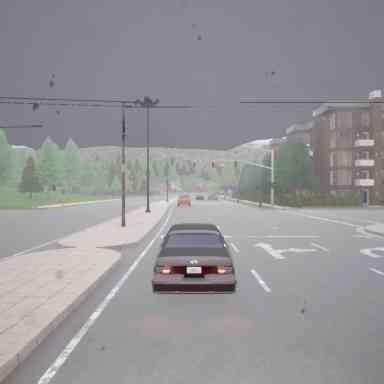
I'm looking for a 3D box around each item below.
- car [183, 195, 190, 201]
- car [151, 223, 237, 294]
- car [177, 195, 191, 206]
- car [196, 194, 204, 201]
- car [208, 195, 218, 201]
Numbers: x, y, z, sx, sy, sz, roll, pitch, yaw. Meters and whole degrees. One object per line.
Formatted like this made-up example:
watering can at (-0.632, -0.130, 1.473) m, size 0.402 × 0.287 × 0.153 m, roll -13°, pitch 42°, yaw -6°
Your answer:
car at (-1.434, 1.523, 85.478) m, size 1.812 × 1.442 × 4.674 m, roll 0°, pitch 0°, yaw 0°
car at (0.051, 1.547, 8.906) m, size 2.033 × 1.411 × 5.357 m, roll 0°, pitch 0°, yaw 0°
car at (-1.302, 1.352, 54.653) m, size 2.097 × 1.767 × 4.553 m, roll 0°, pitch 0°, yaw -1°
car at (2.066, 1.477, 85.513) m, size 1.882 × 1.535 × 5.008 m, roll 0°, pitch 0°, yaw 0°
car at (5.566, 1.539, 85.517) m, size 2.033 × 1.411 × 5.357 m, roll 0°, pitch 0°, yaw 0°
